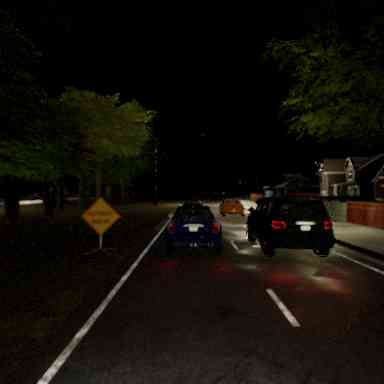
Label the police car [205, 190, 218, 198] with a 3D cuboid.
[{"bbox_3d":[4.846,0.844,90.479,1.930,1.638,5.238,0,1,16],"label":"police car"}]

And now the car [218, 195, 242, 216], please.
[{"bbox_3d":[3.587,1.375,30.664,1.882,1.535,5.008,0,0,0],"label":"car"}]

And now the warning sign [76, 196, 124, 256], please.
[{"bbox_3d":[-3.041,1.093,11.106,1.300,1.860,1.060,0,0,0],"label":"warning sign"}]

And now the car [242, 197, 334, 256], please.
[{"bbox_3d":[3.570,1.194,13.043,2.150,2.045,5.566,0,0,0],"label":"car"}]

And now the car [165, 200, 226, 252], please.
[{"bbox_3d":[0.071,1.320,13.816,2.097,1.767,4.553,0,0,0],"label":"car"}]
